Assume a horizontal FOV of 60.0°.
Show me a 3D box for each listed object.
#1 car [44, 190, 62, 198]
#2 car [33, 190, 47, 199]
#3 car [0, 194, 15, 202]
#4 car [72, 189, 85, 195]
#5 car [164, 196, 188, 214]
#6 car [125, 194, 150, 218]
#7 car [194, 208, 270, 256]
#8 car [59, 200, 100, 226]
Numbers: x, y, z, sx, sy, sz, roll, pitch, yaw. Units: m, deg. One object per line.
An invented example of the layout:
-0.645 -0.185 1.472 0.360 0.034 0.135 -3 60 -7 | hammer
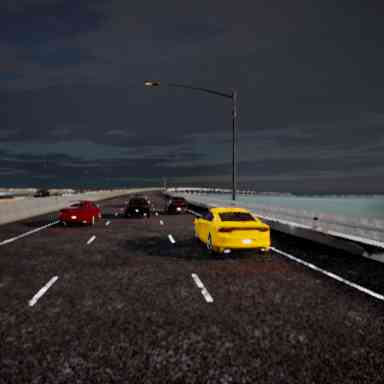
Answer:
-28.061 0.874 68.405 2.128 1.511 4.902 0 1 -8 | car
-31.874 0.519 70.524 2.150 2.045 5.566 0 1 -8 | car
-19.847 1.053 34.236 2.097 1.767 4.553 0 1 -8 | car
-25.314 0.320 74.311 2.150 2.045 5.566 0 1 -7 | car
-1.497 1.185 31.101 1.837 1.490 4.892 0 1 -8 | car
-4.450 1.208 27.169 1.882 1.535 5.008 0 1 -9 | car
1.301 1.343 12.657 1.882 1.535 5.008 0 1 -9 | car
-7.138 1.276 21.508 1.882 1.535 5.008 0 1 -9 | car
